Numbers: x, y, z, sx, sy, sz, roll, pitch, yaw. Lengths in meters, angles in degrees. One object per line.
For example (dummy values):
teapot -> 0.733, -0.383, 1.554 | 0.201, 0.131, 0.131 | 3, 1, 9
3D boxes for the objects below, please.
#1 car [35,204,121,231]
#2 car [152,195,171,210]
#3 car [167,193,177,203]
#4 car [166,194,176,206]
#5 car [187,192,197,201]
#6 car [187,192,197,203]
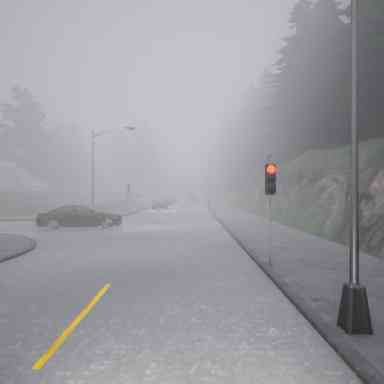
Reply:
car -> -6.897, 1.477, 20.467 | 5.008, 1.535, 1.882 | 0, 1, -16
car -> -4.103, 1.526, 43.481 | 1.812, 1.442, 4.674 | 0, 0, 0
car -> -4.068, 1.221, 64.451 | 2.150, 2.045, 5.566 | 0, 0, 0
car -> -4.113, 1.477, 53.772 | 1.882, 1.535, 5.008 | 0, 0, 0
car -> -0.033, 1.108, 78.387 | 2.150, 2.045, 5.566 | 0, 0, 0
car -> -0.028, 1.352, 68.291 | 2.097, 1.767, 4.553 | 0, 0, 0
